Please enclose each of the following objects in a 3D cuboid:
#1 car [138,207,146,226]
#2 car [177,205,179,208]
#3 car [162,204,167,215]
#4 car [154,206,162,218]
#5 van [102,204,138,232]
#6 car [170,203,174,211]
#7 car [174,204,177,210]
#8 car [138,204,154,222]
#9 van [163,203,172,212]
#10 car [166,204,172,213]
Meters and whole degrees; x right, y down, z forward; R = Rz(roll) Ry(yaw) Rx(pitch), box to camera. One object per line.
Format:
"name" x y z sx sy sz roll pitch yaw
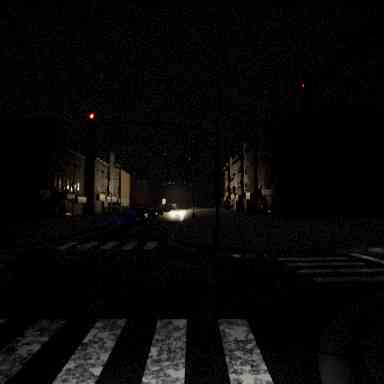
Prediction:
"car" -5.413 2.211 27.759 2.008 1.369 4.403 2 -2 0
"car" -5.585 4.041 90.911 2.192 1.841 5.009 1 -2 0
"car" -5.487 3.035 53.893 1.802 1.307 4.206 2 -2 0
"car" -5.456 2.666 43.318 1.887 1.381 4.507 2 -2 0
"van" -5.398 1.905 24.446 1.690 1.788 3.998 2 -2 0
"car" -5.528 3.418 69.759 1.967 1.590 4.097 1 -2 0
"car" -5.575 4.085 85.617 2.008 1.369 4.403 1 -2 0
"car" -5.420 2.120 32.749 2.192 1.841 5.009 2 -2 0
"van" -5.541 3.501 75.050 1.690 1.788 3.998 1 -2 0
"car" -5.516 3.344 64.469 1.887 1.381 4.507 1 -2 0
